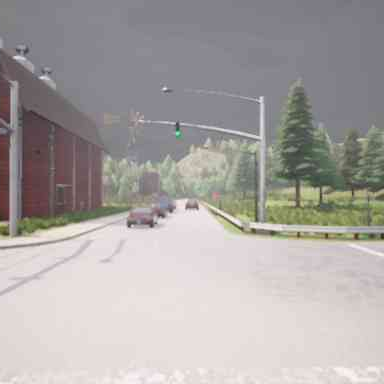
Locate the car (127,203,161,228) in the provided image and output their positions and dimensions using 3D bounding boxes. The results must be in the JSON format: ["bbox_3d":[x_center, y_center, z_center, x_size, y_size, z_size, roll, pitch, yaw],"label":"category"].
[{"bbox_3d":[-3.600,1.798,24.778,1.812,1.442,4.674,0,-1,0],"label":"car"}]

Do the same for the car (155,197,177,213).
[{"bbox_3d":[-3.589,1.702,43.797,2.150,2.045,5.566,0,-1,1],"label":"car"}]

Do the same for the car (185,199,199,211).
[{"bbox_3d":[-0.001,1.913,51.190,2.097,1.767,4.553,0,-1,0],"label":"car"}]

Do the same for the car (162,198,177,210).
[{"bbox_3d":[-3.563,1.942,53.875,2.097,1.767,4.553,0,-1,0],"label":"car"}]

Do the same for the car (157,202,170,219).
[{"bbox_3d":[-3.600,1.973,33.937,1.895,1.301,4.718,0,-1,0],"label":"car"}]
